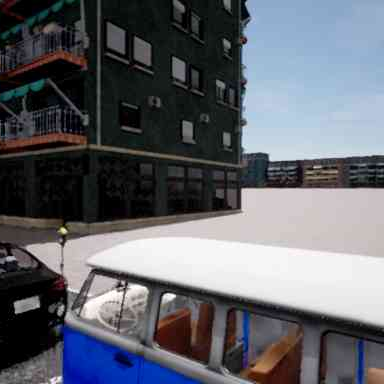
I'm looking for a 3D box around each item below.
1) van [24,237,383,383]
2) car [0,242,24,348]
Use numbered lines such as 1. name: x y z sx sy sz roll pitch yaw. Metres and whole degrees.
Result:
1. van: 0.701 1.337 2.377 3.998 1.788 1.690 0 0 36
2. car: -3.888 1.528 5.651 4.313 1.339 1.947 0 0 36
